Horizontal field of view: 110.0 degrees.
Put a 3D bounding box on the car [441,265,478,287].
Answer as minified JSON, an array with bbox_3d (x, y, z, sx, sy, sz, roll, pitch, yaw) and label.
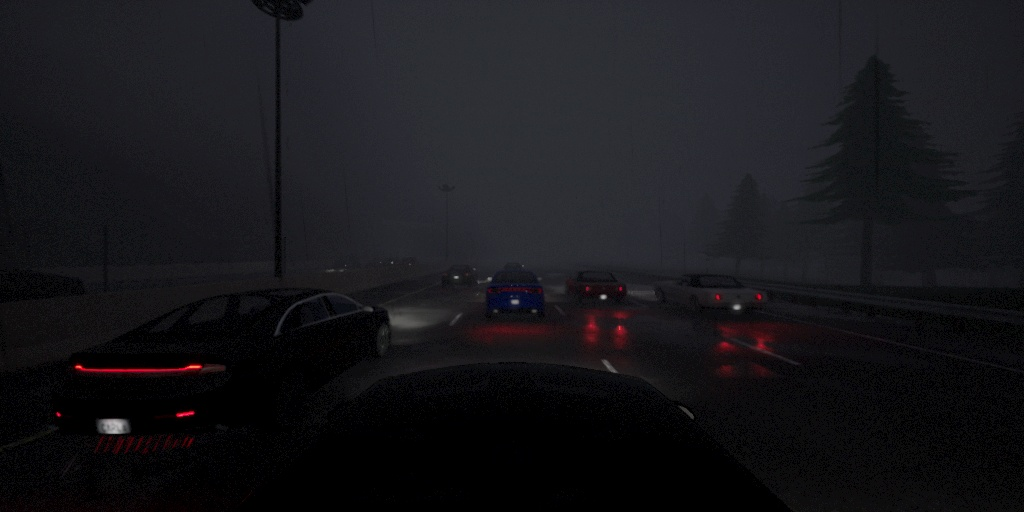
[{"bbox_3d":[-3.400,1.267,23.851,1.994,1.385,4.181,0,0,0],"label":"car"}]

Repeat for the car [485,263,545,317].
[{"bbox_3d":[0.098,1.204,13.054,1.882,1.535,5.008,0,0,0],"label":"car"}]

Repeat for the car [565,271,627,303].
[{"bbox_3d":[3.597,1.320,16.320,1.895,1.301,4.718,0,0,0],"label":"car"}]

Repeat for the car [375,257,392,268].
[{"bbox_3d":[-17.571,0.995,51.992,2.097,1.767,4.553,0,0,0],"label":"car"}]

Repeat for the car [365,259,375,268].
[{"bbox_3d":[-21.056,1.161,55.847,1.812,1.442,4.674,0,0,1],"label":"car"}]

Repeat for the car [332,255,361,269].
[{"bbox_3d":[-24.557,0.861,53.571,2.150,2.045,5.566,0,0,1],"label":"car"}]

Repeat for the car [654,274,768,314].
[{"bbox_3d":[7.098,1.326,13.527,1.895,1.301,4.718,0,0,0],"label":"car"}]

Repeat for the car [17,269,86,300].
[{"bbox_3d":[-17.600,1.220,11.909,2.128,1.511,4.902,0,0,0],"label":"car"}]

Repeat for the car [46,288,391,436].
[{"bbox_3d":[-3.401,1.234,5.487,2.128,1.511,4.902,0,0,0],"label":"car"}]

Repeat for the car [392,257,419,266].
[{"bbox_3d":[-14.079,1.004,48.528,2.097,1.767,4.553,0,0,0],"label":"car"}]

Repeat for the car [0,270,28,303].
[{"bbox_3d":[-14.100,1.216,7.186,1.882,1.535,5.008,0,0,0],"label":"car"}]
